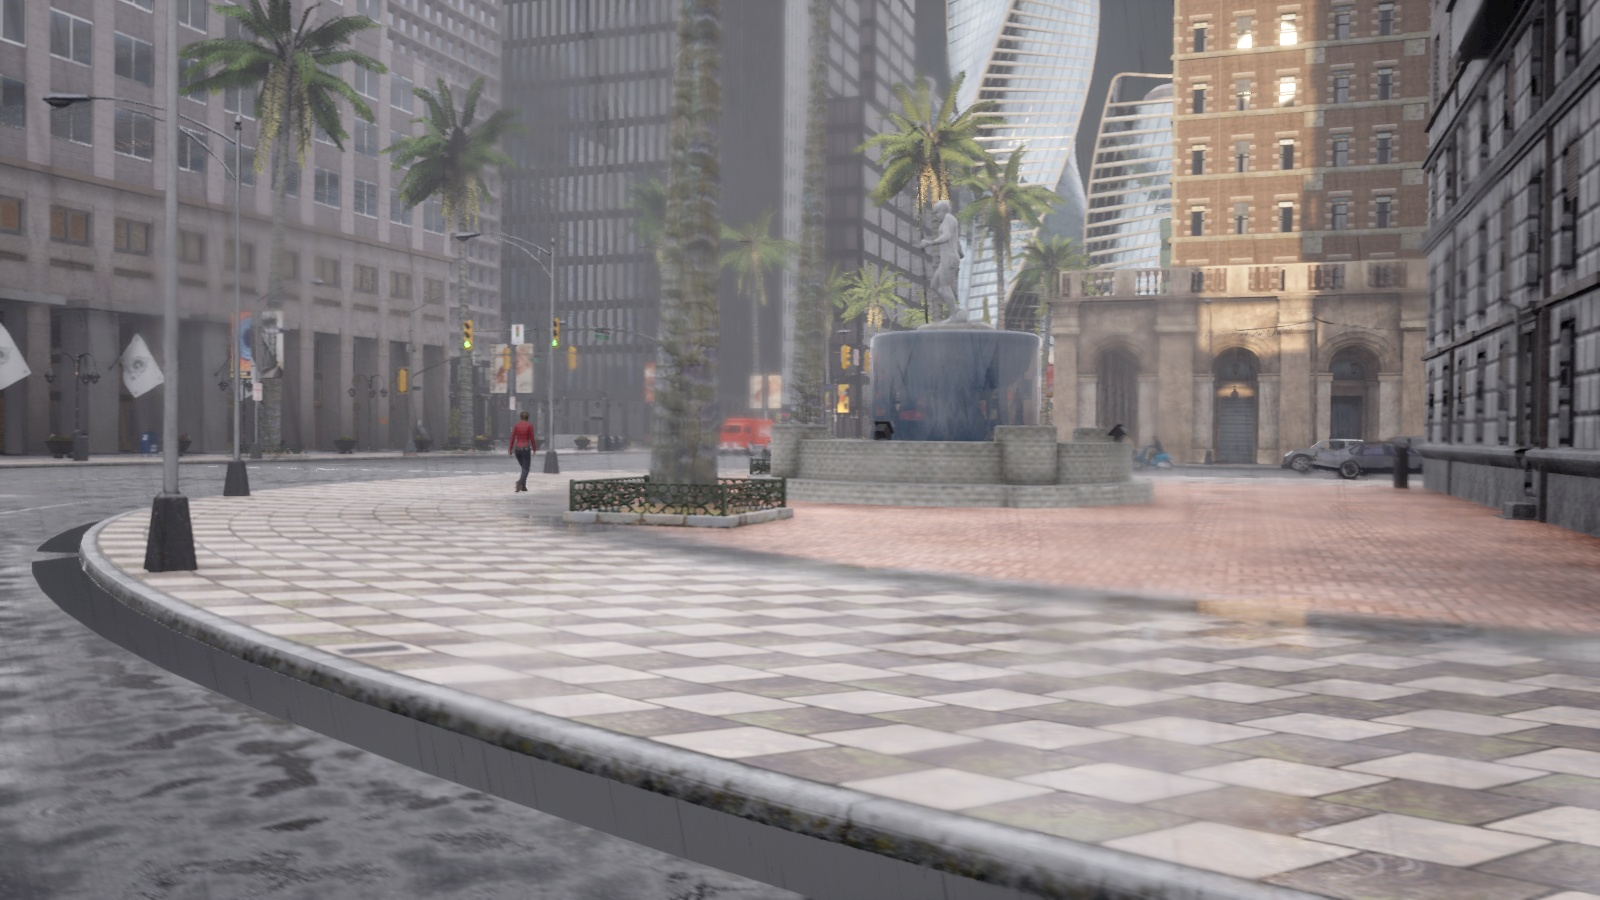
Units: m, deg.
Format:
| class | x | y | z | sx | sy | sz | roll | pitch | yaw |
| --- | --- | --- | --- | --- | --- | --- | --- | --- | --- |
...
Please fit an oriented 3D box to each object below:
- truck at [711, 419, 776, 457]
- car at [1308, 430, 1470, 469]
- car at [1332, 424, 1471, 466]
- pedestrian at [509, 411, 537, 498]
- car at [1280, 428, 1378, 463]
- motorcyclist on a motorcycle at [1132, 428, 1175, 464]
| class | x | y | z | sx | sy | sz | roll | pitch | yaw |
| --- | --- | --- | --- | --- | --- | --- | --- | --- | --- |
| truck | -3.775 | -0.822 | 85.443 | 2.627 | 2.467 | 5.204 | 0 | 1 | 20 |
| car | 22.139 | -0.020 | 47.437 | 5.357 | 1.411 | 2.033 | 0 | 1 | 19 |
| car | 24.075 | -0.193 | 50.484 | 4.856 | 1.649 | 2.033 | 0 | 1 | 20 |
| pedestrian | -5.997 | 0.090 | 27.172 | 0.331 | 1.846 | 0.636 | 0 | 1 | 12 |
| car | 22.953 | -0.201 | 54.618 | 3.806 | 1.475 | 1.970 | 0 | 1 | 20 |
| motorcyclist on a motorcycle | 16.084 | -0.187 | 57.105 | 1.817 | 1.590 | 0.866 | 0 | 1 | 20 |
